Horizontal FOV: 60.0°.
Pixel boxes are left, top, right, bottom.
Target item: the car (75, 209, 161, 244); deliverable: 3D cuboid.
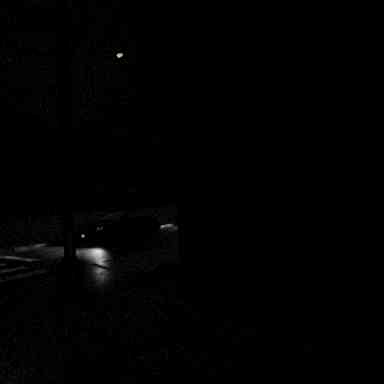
[{"bbox_3d":[-3.422,1.576,16.276,1.812,1.442,4.674,-4,-1,34],"label":"car"}]
